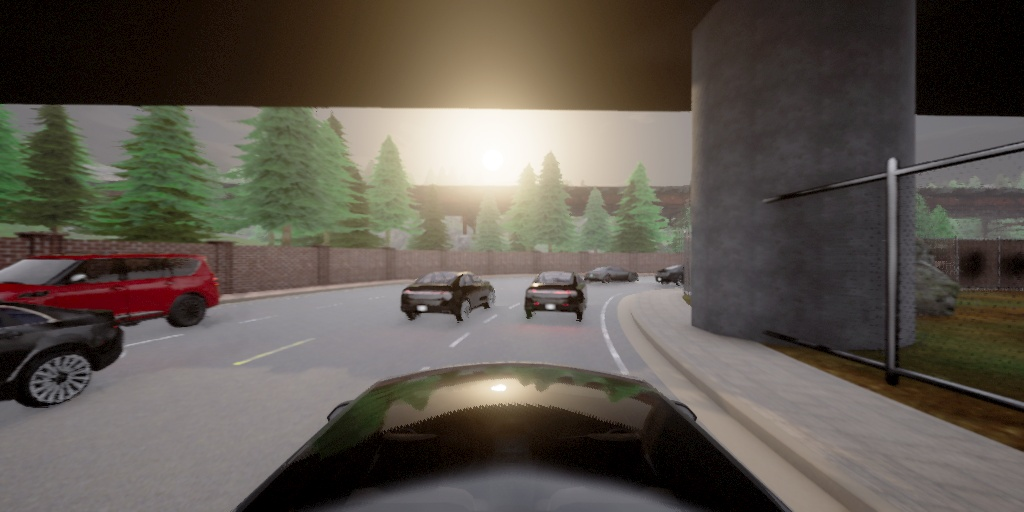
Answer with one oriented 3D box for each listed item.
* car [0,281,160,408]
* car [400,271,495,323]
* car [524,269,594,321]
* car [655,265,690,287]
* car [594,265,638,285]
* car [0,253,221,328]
[{"bbox_3d":[-6.899,1.206,3.378,2.128,1.511,4.902,0,0,3],"label":"car"},{"bbox_3d":[-1.971,1.252,12.333,2.128,1.511,4.902,0,0,13],"label":"car"},{"bbox_3d":[1.698,1.273,12.782,2.128,1.511,4.902,0,0,14],"label":"car"},{"bbox_3d":[12.616,1.375,25.342,4.892,1.490,1.837,0,-2,-11],"label":"car"},{"bbox_3d":[7.635,1.410,27.430,4.181,1.385,1.994,0,0,-29],"label":"car"},{"bbox_3d":[-10.034,0.929,8.429,2.150,2.045,5.566,0,0,8],"label":"car"}]
